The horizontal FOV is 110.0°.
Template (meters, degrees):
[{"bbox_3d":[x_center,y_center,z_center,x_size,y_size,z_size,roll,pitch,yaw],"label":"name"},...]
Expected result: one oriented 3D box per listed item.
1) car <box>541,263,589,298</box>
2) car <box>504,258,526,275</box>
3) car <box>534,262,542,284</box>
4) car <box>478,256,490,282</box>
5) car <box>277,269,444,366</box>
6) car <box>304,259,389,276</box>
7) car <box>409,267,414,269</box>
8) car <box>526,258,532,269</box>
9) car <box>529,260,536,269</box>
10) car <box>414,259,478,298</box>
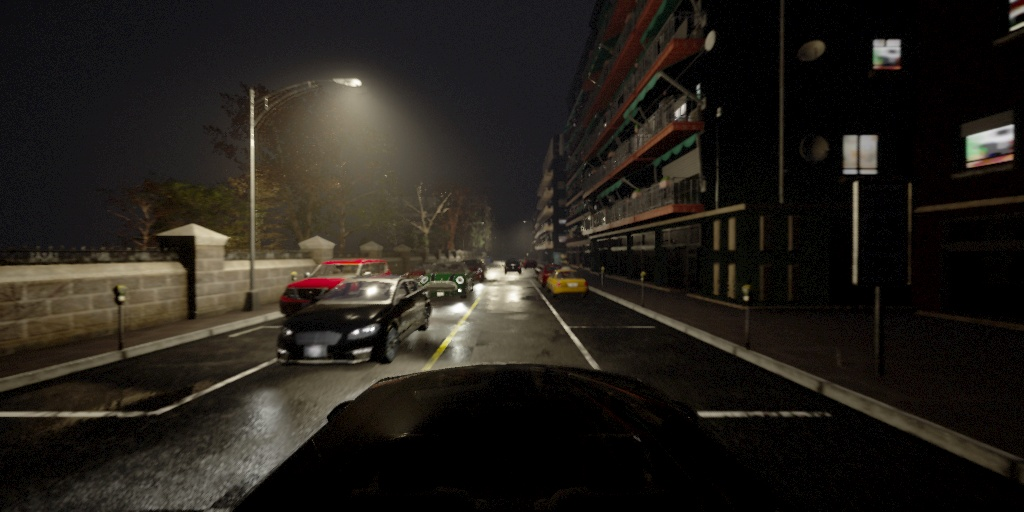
[{"bbox_3d":[2.686,1.235,18.172,1.751,1.417,4.829,0,0,0],"label":"car"},{"bbox_3d":[0.090,1.213,38.335,2.033,1.411,5.357,0,0,-1],"label":"car"},{"bbox_3d":[2.685,1.243,23.537,1.888,1.381,4.507,0,0,0],"label":"car"},{"bbox_3d":[-3.099,1.040,27.679,2.097,1.767,4.553,0,0,0],"label":"car"},{"bbox_3d":[-3.110,1.225,8.066,2.128,1.511,4.902,0,0,-1],"label":"car"},{"bbox_3d":[-5.693,1.038,12.465,2.192,1.841,5.009,0,0,0],"label":"car"},{"bbox_3d":[-5.696,1.137,23.535,1.967,1.591,4.097,0,0,0],"label":"car"},{"bbox_3d":[2.678,1.184,51.213,1.888,1.381,4.507,0,0,0],"label":"car"},{"bbox_3d":[2.683,1.236,29.073,2.007,1.370,4.403,0,0,0],"label":"car"},{"bbox_3d":[-3.105,1.062,17.859,2.097,1.767,4.553,0,0,0],"label":"car"}]
